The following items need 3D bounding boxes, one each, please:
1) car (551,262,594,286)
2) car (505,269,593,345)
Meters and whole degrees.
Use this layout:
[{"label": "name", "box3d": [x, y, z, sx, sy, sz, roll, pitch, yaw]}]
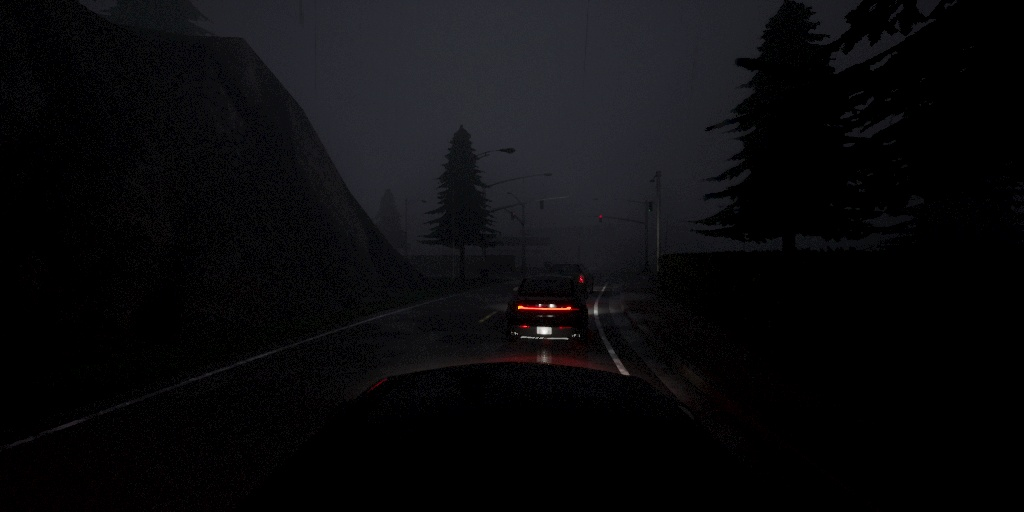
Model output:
[{"label": "car", "box3d": [3.019, 1.102, 18.535, 2.097, 1.767, 4.553, 0, 0, 17]}, {"label": "car", "box3d": [1.019, 1.255, 9.614, 1.837, 1.490, 4.892, 0, 0, 9]}]
